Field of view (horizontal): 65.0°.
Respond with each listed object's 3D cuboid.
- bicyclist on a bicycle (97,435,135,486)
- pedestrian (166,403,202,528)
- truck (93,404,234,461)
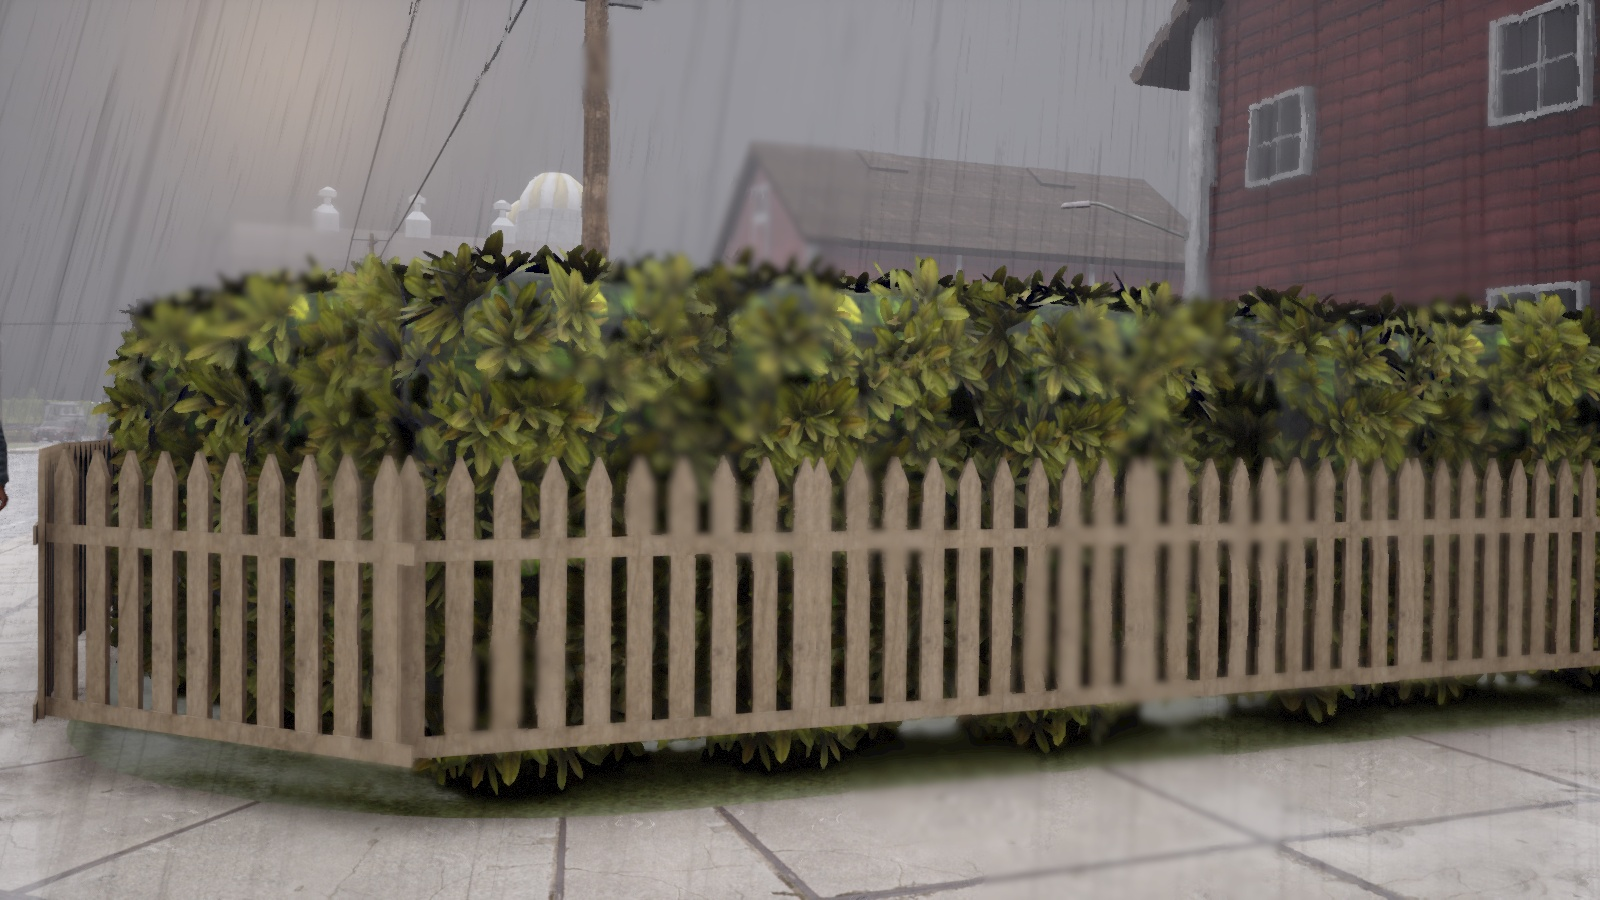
[{"bbox_3d":[-21.919,0.316,40.273,0.866,1.612,1.509,-1,1,-21],"label":"bicyclist on a bicycle"},{"bbox_3d":[-9.801,0.234,19.991,0.423,1.949,0.788,-1,1,-22],"label":"pedestrian"},{"bbox_3d":[-40.662,-1.106,80.297,7.936,3.462,2.891,-1,1,13],"label":"truck"}]
